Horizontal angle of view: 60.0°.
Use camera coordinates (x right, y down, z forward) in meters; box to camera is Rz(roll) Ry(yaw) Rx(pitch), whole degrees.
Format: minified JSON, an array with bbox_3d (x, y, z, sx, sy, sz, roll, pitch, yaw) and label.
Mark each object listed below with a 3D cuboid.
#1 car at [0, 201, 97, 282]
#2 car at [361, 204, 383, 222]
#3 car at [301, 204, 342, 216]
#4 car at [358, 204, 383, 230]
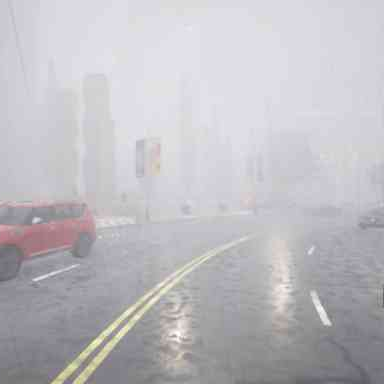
[{"bbox_3d":[-5.263,1.313,10.608,2.150,2.045,5.566,0,-1,17],"label":"car"},{"bbox_3d":[17.516,1.827,30.189,4.674,1.442,1.812,0,-1,-33],"label":"car"},{"bbox_3d":[14.330,1.957,36.779,4.718,1.301,1.895,0,-1,-31],"label":"car"},{"bbox_3d":[12.598,1.766,21.872,2.033,1.411,5.357,0,-1,43],"label":"car"}]
